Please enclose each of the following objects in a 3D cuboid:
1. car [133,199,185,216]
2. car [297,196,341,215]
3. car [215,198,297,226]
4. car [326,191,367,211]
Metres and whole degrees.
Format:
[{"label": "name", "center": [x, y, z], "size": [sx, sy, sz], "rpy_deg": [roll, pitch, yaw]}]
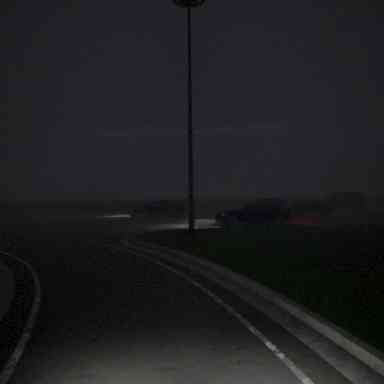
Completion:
[{"label": "car", "center": [-3.169, 1.451, 31.667], "size": [4.892, 1.490, 1.837], "rpy_deg": [-1, 0, -8]}, {"label": "car", "center": [10.216, 1.350, 30.111], "size": [5.357, 1.411, 2.033], "rpy_deg": [-1, 0, -8]}, {"label": "car", "center": [4.023, 1.371, 22.117], "size": [5.008, 1.535, 1.882], "rpy_deg": [-1, 0, -8]}, {"label": "car", "center": [15.152, 0.957, 34.378], "size": [5.566, 2.045, 2.150], "rpy_deg": [-1, 0, -8]}]
